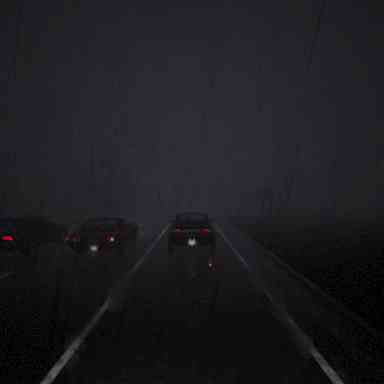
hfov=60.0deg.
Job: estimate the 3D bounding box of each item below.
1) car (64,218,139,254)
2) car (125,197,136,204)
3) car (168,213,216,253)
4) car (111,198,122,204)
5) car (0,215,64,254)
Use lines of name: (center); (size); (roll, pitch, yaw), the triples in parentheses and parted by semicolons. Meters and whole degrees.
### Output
car: (-3.498, 1.734, 14.108); (1.895, 1.301, 4.718); (0, 0, 0)
car: (-15.000, 2.121, 81.607); (2.097, 1.767, 4.553); (0, -1, 0)
car: (0.004, 1.628, 14.295); (2.128, 1.511, 4.902); (0, 0, 0)
car: (-18.500, 2.243, 81.544); (1.882, 1.535, 5.008); (0, -1, 0)
car: (-6.999, 1.680, 13.991); (2.033, 1.411, 5.357); (0, -1, 0)
